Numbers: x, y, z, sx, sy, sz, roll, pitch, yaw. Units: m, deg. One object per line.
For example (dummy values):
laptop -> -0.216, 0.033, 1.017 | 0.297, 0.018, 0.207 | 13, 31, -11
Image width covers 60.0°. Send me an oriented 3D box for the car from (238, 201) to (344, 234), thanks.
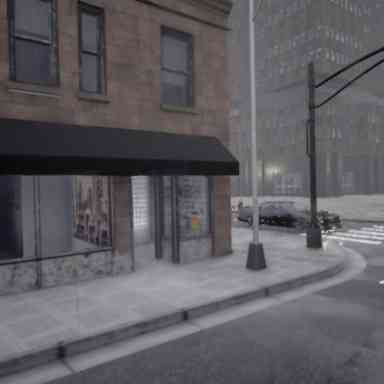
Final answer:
car -> 4.661, 1.155, 16.671 | 2.033, 1.411, 5.357 | -2, 1, -36
